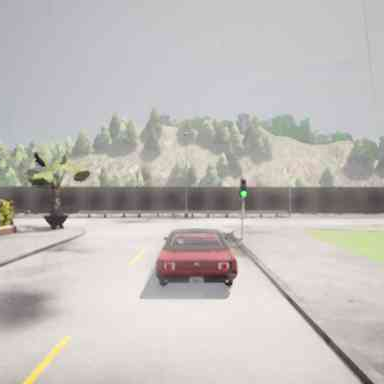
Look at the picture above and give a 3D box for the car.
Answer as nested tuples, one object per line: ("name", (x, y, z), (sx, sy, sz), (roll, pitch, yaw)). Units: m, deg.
("car", (0.102, 1.699, 9.636), (1.895, 1.301, 4.718), (0, -1, 0))
